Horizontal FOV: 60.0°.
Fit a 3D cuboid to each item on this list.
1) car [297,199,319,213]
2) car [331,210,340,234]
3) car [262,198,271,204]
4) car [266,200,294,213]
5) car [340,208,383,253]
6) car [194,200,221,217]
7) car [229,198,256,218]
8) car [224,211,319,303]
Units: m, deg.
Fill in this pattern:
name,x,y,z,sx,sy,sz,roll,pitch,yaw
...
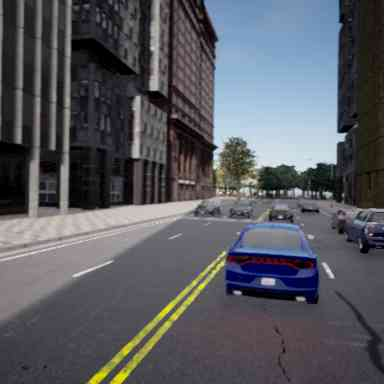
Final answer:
name,x,y,z,sx,sy,sz,roll,pitch,yaw
car,14.144,1.799,40.038,1.994,1.385,4.181,1,0,16
car,9.527,1.689,19.915,1.812,1.442,4.674,1,0,16
car,15.739,1.832,70.088,1.895,1.301,4.718,1,0,16
car,7.020,1.640,26.237,1.812,1.442,4.674,1,0,16
car,7.911,1.488,14.107,2.097,1.767,4.553,1,0,16
car,1.542,1.539,31.585,1.812,1.442,4.674,1,0,16
car,4.553,1.573,30.283,1.837,1.490,4.892,1,0,16
car,2.073,1.511,8.516,1.882,1.535,5.008,1,0,16
